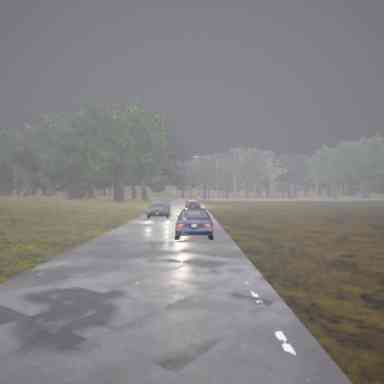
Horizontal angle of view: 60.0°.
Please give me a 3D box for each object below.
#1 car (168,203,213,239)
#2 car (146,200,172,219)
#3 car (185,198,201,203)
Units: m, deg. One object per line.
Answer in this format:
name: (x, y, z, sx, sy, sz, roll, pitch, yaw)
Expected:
car: (0.103, 1.524, 17.108, 2.033, 1.411, 5.357, 0, 0, 0)
car: (-2.747, 1.469, 28.456, 1.837, 1.490, 4.892, 0, 0, 0)
car: (0.104, 1.474, 40.595, 1.812, 1.442, 4.674, 0, 0, 0)
